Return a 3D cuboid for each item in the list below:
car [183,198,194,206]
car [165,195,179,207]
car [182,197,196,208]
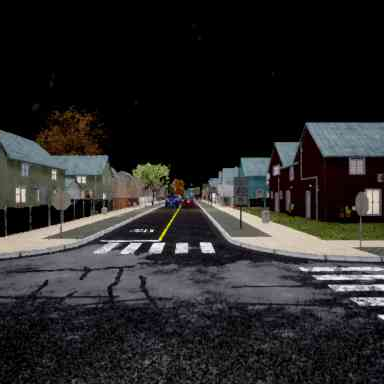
[{"bbox_3d":[-0.635,1.797,61.652,1.812,1.442,4.674,0,0,-1],"label":"car"},{"bbox_3d":[-3.324,1.453,55.764,2.150,2.045,5.566,0,0,-1],"label":"car"},{"bbox_3d":[-0.532,1.550,51.620,2.097,1.767,4.553,0,0,-1],"label":"car"}]
